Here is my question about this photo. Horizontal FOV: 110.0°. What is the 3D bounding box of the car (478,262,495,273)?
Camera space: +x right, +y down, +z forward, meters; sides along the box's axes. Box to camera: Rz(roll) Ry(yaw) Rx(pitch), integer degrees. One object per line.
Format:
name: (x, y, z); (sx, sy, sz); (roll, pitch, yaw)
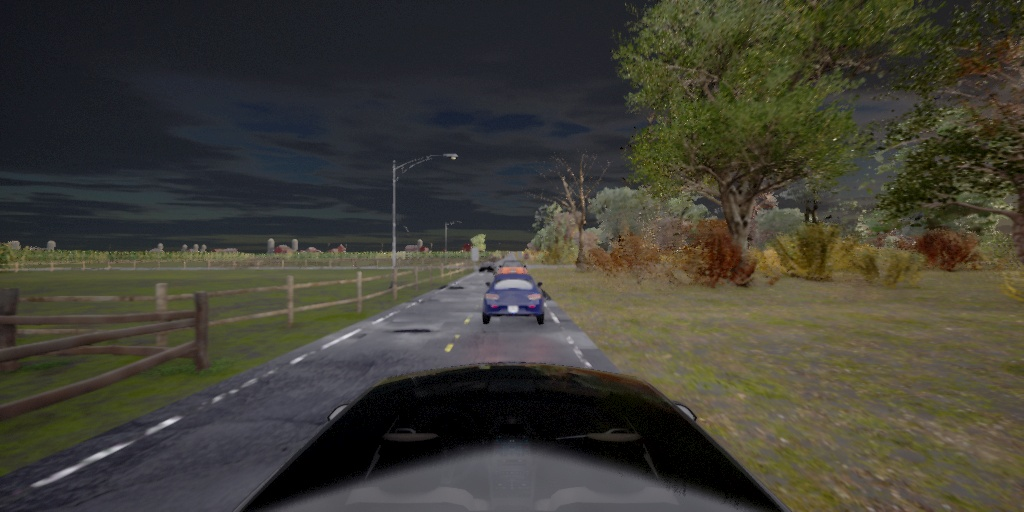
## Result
car: (-2.813, 1.339, 41.612); (1.895, 1.301, 4.718); (0, 0, 0)

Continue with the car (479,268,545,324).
car: (0.064, 1.283, 11.910); (1.812, 1.442, 4.674); (0, -1, 1)

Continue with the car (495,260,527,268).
car: (0.066, 1.106, 27.407); (2.097, 1.767, 4.553); (0, 0, 0)
